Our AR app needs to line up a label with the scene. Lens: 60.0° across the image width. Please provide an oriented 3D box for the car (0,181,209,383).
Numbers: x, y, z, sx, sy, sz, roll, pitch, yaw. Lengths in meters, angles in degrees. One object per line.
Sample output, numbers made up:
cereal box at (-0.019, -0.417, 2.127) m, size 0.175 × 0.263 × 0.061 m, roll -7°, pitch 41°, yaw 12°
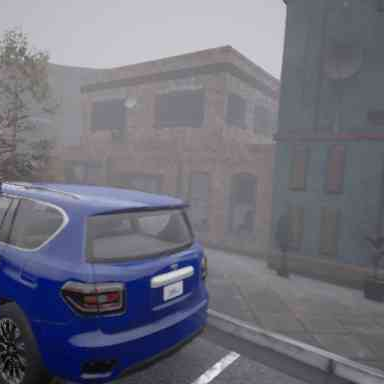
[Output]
car at (-2.361, 0.843, 4.968) m, size 5.566 × 2.045 × 2.435 m, roll 7°, pitch 4°, yaw 36°
